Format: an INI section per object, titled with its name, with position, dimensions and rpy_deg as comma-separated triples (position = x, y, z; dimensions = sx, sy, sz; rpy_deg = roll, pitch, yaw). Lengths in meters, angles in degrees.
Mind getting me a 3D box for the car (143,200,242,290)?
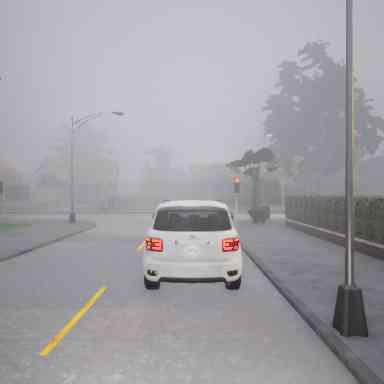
[car]
position = 0.026, 1.221, 9.227
dimensions = 2.150, 2.045, 5.566
rpy_deg = 0, 0, 0
